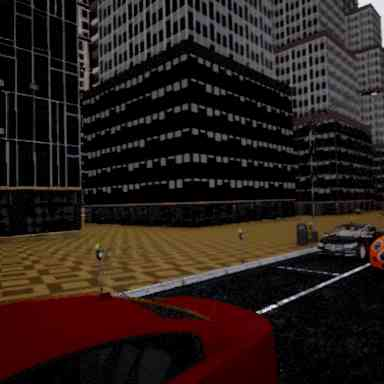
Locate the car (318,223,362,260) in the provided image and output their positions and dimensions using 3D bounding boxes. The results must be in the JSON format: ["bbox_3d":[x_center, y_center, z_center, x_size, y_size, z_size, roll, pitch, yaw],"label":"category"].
[{"bbox_3d":[7.022,2.072,14.553,2.008,1.369,4.403,-5,-4,44],"label":"car"}]

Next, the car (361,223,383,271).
[{"bbox_3d":[7.858,1.728,11.552,2.097,1.767,4.553,-3,-3,44],"label":"car"}]

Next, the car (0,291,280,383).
[{"bbox_3d":[-1.306,1.611,2.224,1.882,1.535,5.008,-3,-3,44],"label":"car"}]
